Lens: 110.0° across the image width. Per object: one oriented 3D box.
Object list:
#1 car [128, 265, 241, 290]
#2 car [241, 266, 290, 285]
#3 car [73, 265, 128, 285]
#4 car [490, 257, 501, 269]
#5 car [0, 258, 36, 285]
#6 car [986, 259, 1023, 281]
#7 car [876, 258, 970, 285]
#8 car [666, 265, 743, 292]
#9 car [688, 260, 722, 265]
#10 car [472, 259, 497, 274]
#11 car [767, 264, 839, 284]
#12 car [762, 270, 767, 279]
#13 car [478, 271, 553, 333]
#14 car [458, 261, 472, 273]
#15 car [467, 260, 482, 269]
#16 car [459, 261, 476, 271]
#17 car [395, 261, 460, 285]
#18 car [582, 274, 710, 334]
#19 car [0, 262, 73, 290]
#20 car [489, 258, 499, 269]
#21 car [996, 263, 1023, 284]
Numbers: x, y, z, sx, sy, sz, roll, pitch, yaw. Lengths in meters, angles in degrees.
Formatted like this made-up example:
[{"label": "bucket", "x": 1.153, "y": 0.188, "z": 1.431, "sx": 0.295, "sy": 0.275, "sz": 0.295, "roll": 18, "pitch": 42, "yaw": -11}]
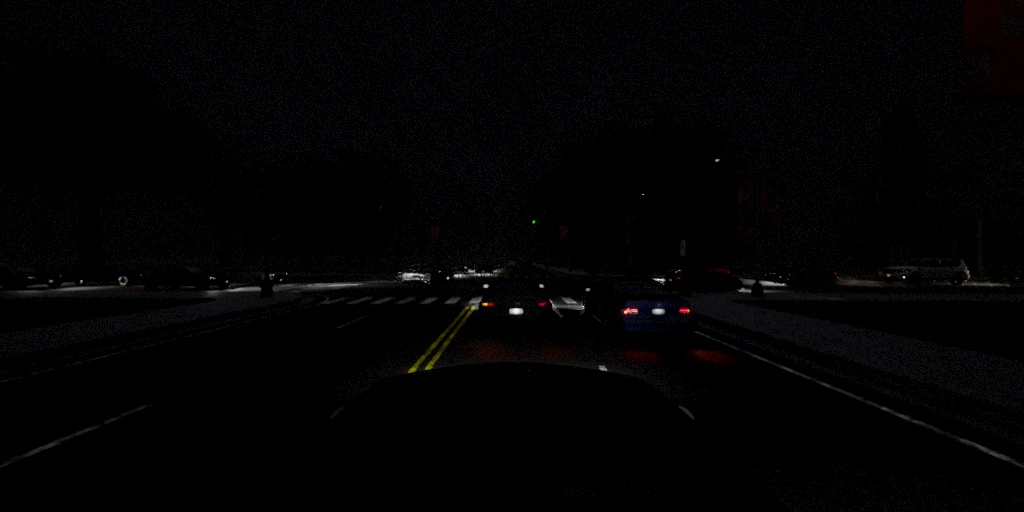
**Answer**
[{"label": "car", "x": -19.399, "y": 1.250, "z": 21.402, "sx": 4.674, "sy": 1.442, "sz": 1.812, "roll": 0, "pitch": 0, "yaw": -2}, {"label": "car", "x": -18.088, "y": 1.332, "z": 24.656, "sx": 4.718, "sy": 1.301, "sz": 1.895, "roll": 0, "pitch": 0, "yaw": -1}, {"label": "car", "x": -27.229, "y": 1.299, "z": 24.567, "sx": 4.718, "sy": 1.301, "sz": 1.895, "roll": 0, "pitch": 0, "yaw": -1}, {"label": "car", "x": -3.249, "y": 1.219, "z": 64.667, "sx": 2.150, "sy": 2.045, "sz": 5.566, "roll": 0, "pitch": -1, "yaw": 0}, {"label": "car", "x": -36.189, "y": 1.021, "z": 24.485, "sx": 4.553, "sy": 1.767, "sz": 2.097, "roll": 0, "pitch": 0, "yaw": 0}, {"label": "car", "x": 45.911, "y": 1.289, "z": 31.792, "sx": 5.566, "sy": 2.045, "sz": 2.150, "roll": 0, "pitch": 0, "yaw": 0}, {"label": "car", "x": 32.663, "y": 1.195, "z": 28.488, "sx": 5.566, "sy": 2.045, "sz": 2.150, "roll": 0, "pitch": 0, "yaw": 0}, {"label": "car", "x": 11.484, "y": 1.423, "z": 21.614, "sx": 4.181, "sy": 1.385, "sz": 1.994, "roll": 0, "pitch": 0, "yaw": -5}, {"label": "car", "x": 14.586, "y": 1.230, "z": 28.331, "sx": 4.553, "sy": 1.767, "sz": 2.097, "roll": 0, "pitch": 0, "yaw": -1}, {"label": "car", "x": -3.345, "y": 1.409, "z": 44.499, "sx": 2.033, "sy": 1.411, "sz": 5.357, "roll": 0, "pitch": 0, "yaw": 0}, {"label": "car", "x": 23.220, "y": 1.485, "z": 28.428, "sx": 4.181, "sy": 1.385, "sz": 1.994, "roll": 0, "pitch": 0, "yaw": -2}, {"label": "car", "x": 24.790, "y": 1.436, "z": 31.676, "sx": 4.892, "sy": 1.490, "sz": 1.837, "roll": 0, "pitch": 0, "yaw": -1}, {"label": "car", "x": 0.058, "y": 1.328, "z": 10.809, "sx": 1.994, "sy": 1.385, "sz": 4.181, "roll": 0, "pitch": 0, "yaw": -1}, {"label": "car", "x": -6.594, "y": 1.353, "z": 44.485, "sx": 2.128, "sy": 1.511, "sz": 4.902, "roll": 0, "pitch": 0, "yaw": 0}, {"label": "car", "x": -6.500, "y": 1.476, "z": 63.260, "sx": 2.128, "sy": 1.511, "sz": 4.902, "roll": 0, "pitch": -1, "yaw": 0}, {"label": "car", "x": -6.573, "y": 1.471, "z": 53.406, "sx": 1.994, "sy": 1.385, "sz": 4.181, "roll": 0, "pitch": 0, "yaw": 0}, {"label": "car", "x": -6.493, "y": 1.281, "z": 26.388, "sx": 4.892, "sy": 1.490, "sz": 1.837, "roll": 0, "pitch": -2, "yaw": 34}, {"label": "car", "x": 3.391, "y": 1.312, "z": 10.641, "sx": 2.033, "sy": 1.411, "sz": 5.357, "roll": 0, "pitch": 0, "yaw": 2}, {"label": "car", "x": -29.723, "y": 1.213, "z": 21.292, "sx": 4.674, "sy": 1.442, "sz": 1.812, "roll": 0, "pitch": 0, "yaw": -1}, {"label": "car", "x": -3.321, "y": 1.417, "z": 54.093, "sx": 1.837, "sy": 1.490, "sz": 4.892, "roll": 0, "pitch": 0, "yaw": 0}, {"label": "car", "x": 42.645, "y": 1.533, "z": 28.542, "sx": 4.902, "sy": 1.511, "sz": 2.128, "roll": 0, "pitch": 0, "yaw": 0}]
